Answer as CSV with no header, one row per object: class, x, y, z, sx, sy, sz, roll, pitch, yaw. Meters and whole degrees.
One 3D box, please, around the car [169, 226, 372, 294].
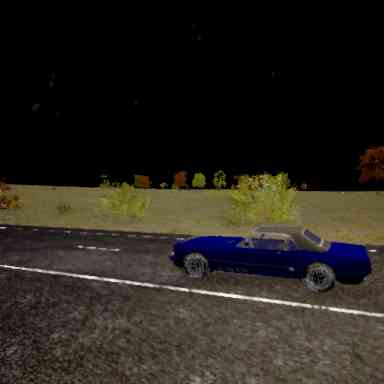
car,1.827,1.524,8.449,4.718,1.301,1.895,0,0,24
